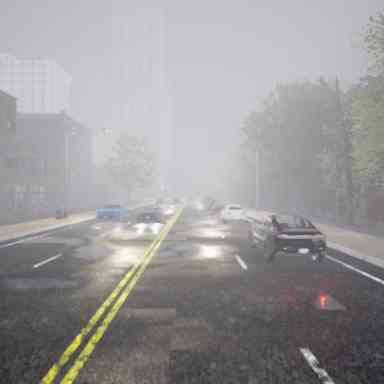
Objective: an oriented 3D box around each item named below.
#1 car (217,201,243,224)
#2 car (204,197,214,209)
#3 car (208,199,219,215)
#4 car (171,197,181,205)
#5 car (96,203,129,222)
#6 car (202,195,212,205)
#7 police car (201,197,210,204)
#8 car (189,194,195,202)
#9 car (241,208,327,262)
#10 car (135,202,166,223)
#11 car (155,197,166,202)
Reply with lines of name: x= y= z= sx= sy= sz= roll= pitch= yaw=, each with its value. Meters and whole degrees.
car: x=3.252 y=1.694 z=26.531 sx=1.812 sy=1.442 sz=4.674 roll=0 pitch=0 yaw=0
car: x=3.253 y=1.809 z=48.562 sx=2.163 sy=1.488 sz=4.792 roll=0 pitch=0 yaw=0
car: x=3.252 y=1.800 z=37.531 sx=1.994 sy=1.385 sz=4.181 roll=0 pitch=0 yaw=0
car: x=-3.246 y=1.860 z=68.615 sx=1.837 sy=1.490 sz=4.892 roll=0 pitch=0 yaw=0
car: x=-6.590 y=1.654 z=27.985 sx=1.882 sy=1.535 sz=5.008 roll=0 pitch=0 yaw=0
car: x=3.254 y=1.805 z=59.533 sx=2.033 sy=1.649 sz=4.856 roll=0 pitch=0 yaw=0
police car: x=3.255 y=2.018 z=81.533 sx=2.038 sy=1.542 sz=4.974 roll=0 pitch=0 yaw=0
car: x=0.005 y=1.953 z=91.533 sx=1.837 sy=1.490 sz=4.892 roll=0 pitch=0 yaw=0
car: x=3.349 y=1.572 z=12.385 sx=2.128 sy=1.511 sz=4.902 roll=0 pitch=0 yaw=0
car: x=-3.337 y=1.735 z=27.023 sx=1.994 sy=1.385 sz=4.181 roll=0 pitch=0 yaw=0
car: x=-6.496 y=1.859 z=68.616 sx=1.837 sy=1.490 sz=4.892 roll=0 pitch=0 yaw=0
